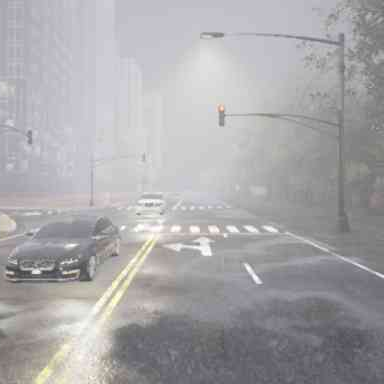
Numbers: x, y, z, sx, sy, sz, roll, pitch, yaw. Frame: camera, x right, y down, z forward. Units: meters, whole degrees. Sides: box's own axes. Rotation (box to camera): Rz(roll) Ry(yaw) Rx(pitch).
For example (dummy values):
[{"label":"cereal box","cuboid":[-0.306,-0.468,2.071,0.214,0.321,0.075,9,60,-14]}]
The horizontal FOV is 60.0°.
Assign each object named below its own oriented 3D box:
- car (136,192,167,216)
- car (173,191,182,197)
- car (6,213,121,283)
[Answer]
[{"label":"car","cuboid":[-3.368,1.018,28.500,2.150,2.045,5.566,0,-1,0]},{"label":"car","cuboid":[-3.637,0.507,83.272,1.994,1.385,4.181,0,1,0]},{"label":"car","cuboid":[-3.293,1.405,9.439,1.837,1.490,4.892,0,1,0]}]
